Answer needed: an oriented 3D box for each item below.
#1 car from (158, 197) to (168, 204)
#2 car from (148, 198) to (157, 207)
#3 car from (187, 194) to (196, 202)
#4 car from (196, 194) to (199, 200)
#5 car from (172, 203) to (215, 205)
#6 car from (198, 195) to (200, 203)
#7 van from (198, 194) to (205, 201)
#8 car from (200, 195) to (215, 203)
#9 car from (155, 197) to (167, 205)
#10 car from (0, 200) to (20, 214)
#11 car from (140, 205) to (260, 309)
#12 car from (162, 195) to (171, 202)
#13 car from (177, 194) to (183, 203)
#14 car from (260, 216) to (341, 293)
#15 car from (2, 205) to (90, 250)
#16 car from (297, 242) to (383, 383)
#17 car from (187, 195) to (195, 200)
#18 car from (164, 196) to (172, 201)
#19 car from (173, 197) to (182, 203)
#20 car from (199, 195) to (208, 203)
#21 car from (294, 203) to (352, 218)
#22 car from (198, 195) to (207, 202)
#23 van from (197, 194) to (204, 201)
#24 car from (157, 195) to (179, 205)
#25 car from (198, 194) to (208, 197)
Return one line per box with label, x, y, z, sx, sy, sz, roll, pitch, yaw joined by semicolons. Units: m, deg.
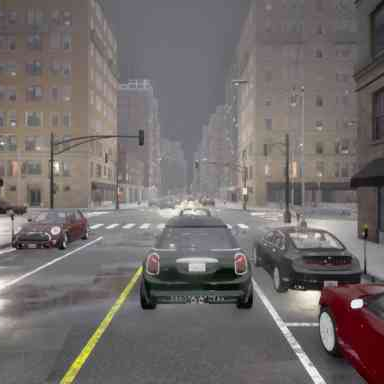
car;-5.983;1.665;69.013;1.802;1.307;4.206;0;0;0
car;-5.864;1.595;52.489;2.008;1.369;4.403;0;0;0
car;-0.207;1.706;80.049;1.895;1.301;4.718;0;0;0
car;2.543;1.398;69.068;2.192;1.841;5.009;0;0;0
car;0.133;1.497;15.319;2.128;1.511;4.902;0;0;0
car;2.622;1.621;58.053;1.947;1.339;4.313;0;0;0
van;2.425;1.480;85.590;1.690;1.788;3.998;0;0;0
car;2.661;1.589;52.547;1.887;1.381;4.507;0;0;0
car;-5.943;1.613;63.505;1.887;1.381;4.507;0;0;0
car;-17.605;1.403;30.165;5.008;1.535;1.882;0;0;-2
car;0.066;1.354;8.017;2.097;1.767;4.553;0;0;-1
car;-6.061;1.558;80.029;1.967;1.590;4.097;0;0;0
car;-3.129;1.406;57.417;2.097;1.767;4.553;0;0;0
car;2.694;1.553;8.620;2.008;1.369;4.403;0;0;0
car;-5.818;1.445;14.127;1.967;1.590;4.097;0;0;0
car;2.682;1.545;3.128;1.887;1.381;4.507;0;0;0
car;-0.279;1.542;90.025;1.994;1.385;4.181;0;0;0
car;-6.101;1.721;85.537;1.802;1.307;4.206;0;0;0
car;-3.153;1.688;72.383;1.895;1.301;4.718;0;0;0
car;2.503;1.540;74.575;1.967;1.590;4.097;0;0;0
car;11.870;1.653;30.156;4.718;1.301;1.895;0;0;0
car;2.464;1.559;80.081;1.967;1.590;4.097;0;0;0
van;2.385;1.503;91.096;1.690;1.788;3.998;0;0;0
car;-3.040;1.534;42.229;1.837;1.490;4.892;0;0;0
car;2.581;1.594;63.731;1.752;1.417;4.829;0;0;0
